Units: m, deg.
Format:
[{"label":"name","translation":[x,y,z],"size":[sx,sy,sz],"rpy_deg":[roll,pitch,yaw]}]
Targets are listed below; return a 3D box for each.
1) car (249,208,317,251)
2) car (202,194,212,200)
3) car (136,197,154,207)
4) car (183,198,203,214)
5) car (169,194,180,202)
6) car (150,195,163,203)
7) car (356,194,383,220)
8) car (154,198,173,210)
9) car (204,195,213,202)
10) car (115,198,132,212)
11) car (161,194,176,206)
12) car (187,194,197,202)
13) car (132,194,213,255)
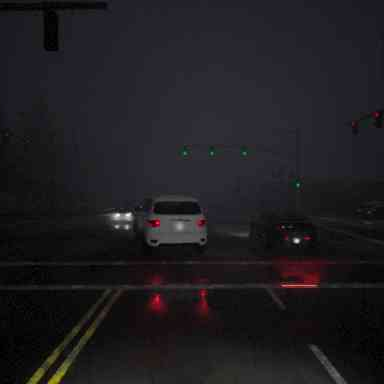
[{"label":"car","translation":[3.603,1.451,13.844],"size":[1.837,1.490,4.892],"rpy_deg":[0,-1,0]},{"label":"car","translation":[3.504,1.156,80.119],"size":[2.128,1.511,4.902],"rpy_deg":[0,0,0]},{"label":"car","translation":[-7.075,1.442,50.475],"size":[1.895,1.301,4.718],"rpy_deg":[0,0,0]},{"label":"car","translation":[0.103,1.436,35.384],"size":[2.033,1.411,5.357],"rpy_deg":[0,0,0]},{"label":"car","translation":[-3.496,1.266,67.295],"size":[1.882,1.535,5.008],"rpy_deg":[0,0,0]},{"label":"car","translation":[-7.007,1.340,65.624],"size":[2.033,1.411,5.357],"rpy_deg":[0,0,0]},{"label":"car","translation":[15.984,1.076,26.248],"size":[5.566,2.045,2.150],"rpy_deg":[-1,0,0]},{"label":"car","translation":[-3.576,1.432,41.991],"size":[1.994,1.385,4.181],"rpy_deg":[0,0,0]},{"label":"car","translation":[3.504,1.299,70.868],"size":[1.812,1.442,4.674],"rpy_deg":[0,0,0]},{"label":"car","translation":[-7.120,1.376,36.491],"size":[2.128,1.511,4.902],"rpy_deg":[0,0,1]},{"label":"car","translation":[-3.570,1.191,51.469],"size":[2.097,1.767,4.553],"rpy_deg":[0,0,0]},{"label":"car","translation":[0.004,1.302,70.612],"size":[2.128,1.511,4.902],"rpy_deg":[0,0,0]},{"label":"car","translation":[-1.024,1.158,13.277],"size":[2.150,2.045,5.566],"rpy_deg":[1,0,-14]}]
